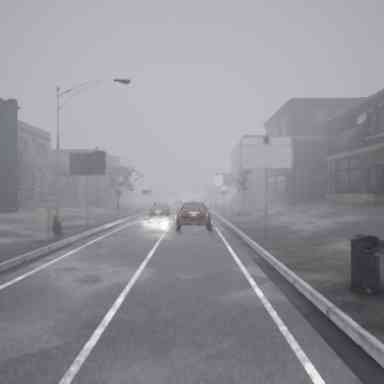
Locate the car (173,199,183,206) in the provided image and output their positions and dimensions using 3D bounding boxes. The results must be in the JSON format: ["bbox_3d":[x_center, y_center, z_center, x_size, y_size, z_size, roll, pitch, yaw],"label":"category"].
[{"bbox_3d":[-2.982,2.306,74.078,2.033,1.411,5.357,0,-1,0],"label":"car"}]

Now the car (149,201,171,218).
[{"bbox_3d":[-3.087,1.685,32.630,2.128,1.511,4.902,0,-1,0],"label":"car"}]

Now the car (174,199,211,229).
[{"bbox_3d":[0.105,1.390,21.700,2.097,1.767,4.553,0,0,0],"label":"car"}]

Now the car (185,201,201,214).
[{"bbox_3d":[0.111,1.817,40.321,1.837,1.490,4.892,0,-1,0],"label":"car"}]
